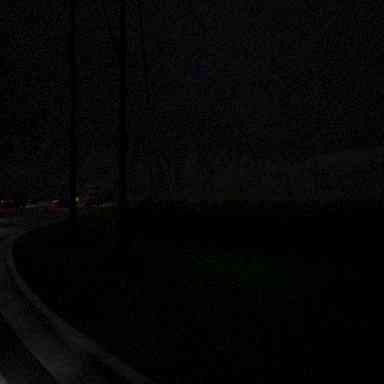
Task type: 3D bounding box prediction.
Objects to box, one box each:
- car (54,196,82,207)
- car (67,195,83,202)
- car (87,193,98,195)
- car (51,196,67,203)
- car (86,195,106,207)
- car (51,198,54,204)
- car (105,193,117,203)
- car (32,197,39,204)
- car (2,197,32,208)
[{"bbox_3d":[-18.577,1.489,50.041,2.128,1.511,4.902,0,0,-6],"label":"car"},{"bbox_3d":[-24.179,1.309,68.961,1.882,1.535,5.008,0,0,-6],"label":"car"},{"bbox_3d":[-20.757,1.224,70.074,2.150,2.045,5.566,0,0,-6],"label":"car"},{"bbox_3d":[-27.729,1.595,69.349,1.895,1.301,4.718,0,0,-6],"label":"car"},{"bbox_3d":[-15.316,1.563,52.492,1.994,1.385,4.181,0,0,-6],"label":"car"},{"bbox_3d":[-23.140,1.600,59.042,1.895,1.301,4.718,0,0,-6],"label":"car"},{"bbox_3d":[-17.231,1.224,70.073,2.150,2.045,5.566,0,0,-6],"label":"car"},{"bbox_3d":[-30.474,1.600,62.819,1.895,1.301,4.718,0,0,-6],"label":"car"},{"bbox_3d":[-25.371,1.490,47.697,2.128,1.511,4.902,0,0,-6],"label":"car"}]
